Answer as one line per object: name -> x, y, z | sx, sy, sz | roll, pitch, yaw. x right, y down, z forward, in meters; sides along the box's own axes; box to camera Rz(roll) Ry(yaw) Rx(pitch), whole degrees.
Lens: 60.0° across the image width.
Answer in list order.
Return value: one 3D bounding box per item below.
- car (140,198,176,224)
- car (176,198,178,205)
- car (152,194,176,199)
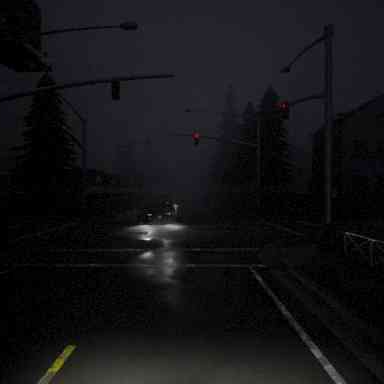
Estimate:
car -> -2.695, 1.432, 24.161 | 1.837, 1.490, 4.892 | -2, -1, -14
car -> -3.512, 1.553, 59.429 | 1.812, 1.442, 4.674 | 0, 0, 0
car -> -3.599, 1.220, 41.161 | 2.150, 2.045, 5.566 | 0, 0, 2
